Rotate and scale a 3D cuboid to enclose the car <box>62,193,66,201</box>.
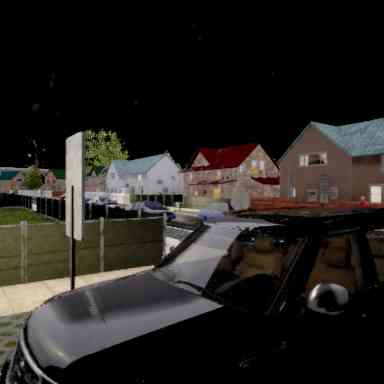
[{"bbox_3d":[-14.344,1.177,41.318,1.994,1.385,4.181,0,1,-34],"label":"car"}]

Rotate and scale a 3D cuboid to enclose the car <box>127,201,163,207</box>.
[{"bbox_3d":[-3.230,1.367,24.847,2.033,1.411,5.357,0,1,-34],"label":"car"}]

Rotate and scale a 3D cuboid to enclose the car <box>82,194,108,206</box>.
[{"bbox_3d":[-13.026,1.074,44.590,1.882,1.535,5.008,0,0,-34],"label":"car"}]

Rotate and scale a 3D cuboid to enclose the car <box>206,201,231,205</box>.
[{"bbox_3d":[2.153,1.269,16.729,2.097,1.767,4.553,0,1,-31],"label":"car"}]

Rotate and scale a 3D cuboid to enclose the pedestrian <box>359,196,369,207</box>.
[{"bbox_3d":[8.909,1.100,17.377,0.375,1.860,0.375,1,0,-34],"label":"pedestrian"}]

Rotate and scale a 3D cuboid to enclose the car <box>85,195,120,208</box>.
[{"bbox_3d":[-8.748,1.209,33.009,2.128,1.511,4.902,0,1,-34],"label":"car"}]

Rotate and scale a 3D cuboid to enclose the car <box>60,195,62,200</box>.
[{"bbox_3d":[-20.879,0.924,56.165,1.882,1.535,5.008,0,1,-34],"label":"car"}]

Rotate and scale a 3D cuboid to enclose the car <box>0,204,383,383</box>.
[{"bbox_3d":[1.031,1.229,3.748,5.566,2.045,2.150,0,0,-34],"label":"car"}]
